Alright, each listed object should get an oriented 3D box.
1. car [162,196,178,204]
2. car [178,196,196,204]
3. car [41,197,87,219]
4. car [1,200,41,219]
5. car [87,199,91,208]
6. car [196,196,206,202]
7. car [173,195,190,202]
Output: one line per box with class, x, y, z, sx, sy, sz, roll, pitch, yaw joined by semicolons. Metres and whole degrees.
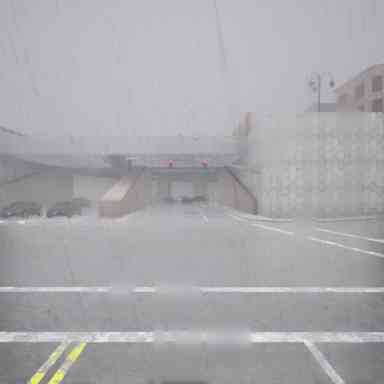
car;-4.513;1.547;64.312;2.033;1.411;5.357;0;0;5
car;-0.983;1.547;64.811;2.033;1.411;5.357;0;0;4
car;-11.198;1.505;29.434;1.837;1.490;4.892;0;0;-2
car;-14.686;1.504;28.982;1.837;1.490;4.892;0;0;-2
car;-15.098;1.478;44.610;1.882;1.535;5.008;0;0;-1
car;1.530;1.524;74.797;1.812;1.442;4.674;0;0;28
car;-2.338;1.524;74.669;1.812;1.442;4.674;0;0;24
